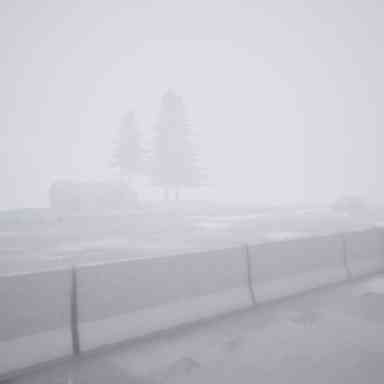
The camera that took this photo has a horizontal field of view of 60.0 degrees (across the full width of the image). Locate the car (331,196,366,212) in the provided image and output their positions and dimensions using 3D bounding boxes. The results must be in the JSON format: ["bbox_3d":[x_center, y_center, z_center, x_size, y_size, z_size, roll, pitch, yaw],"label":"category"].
[{"bbox_3d":[18.052,1.276,38.343,4.553,1.767,2.097,0,0,-35],"label":"car"}]
